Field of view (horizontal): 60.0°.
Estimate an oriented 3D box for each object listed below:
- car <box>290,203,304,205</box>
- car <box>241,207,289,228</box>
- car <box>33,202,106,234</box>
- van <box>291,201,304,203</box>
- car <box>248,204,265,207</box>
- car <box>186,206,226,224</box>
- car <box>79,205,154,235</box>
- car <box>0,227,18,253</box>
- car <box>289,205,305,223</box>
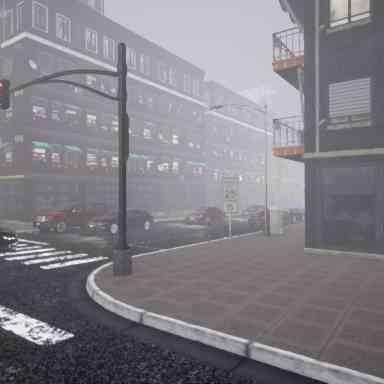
[{"bbox_3d":[13.956,2.401,42.094,1.895,1.301,4.718,0,-1,35],"label":"car"},{"bbox_3d":[5.822,2.048,26.132,1.802,1.307,4.206,-2,-2,35],"label":"car"},{"bbox_3d":[-7.585,1.603,21.603,2.192,1.841,5.009,-1,-2,35],"label":"car"},{"bbox_3d":[18.602,2.463,58.776,1.690,1.788,3.998,-2,-2,35],"label":"van"},{"bbox_3d":[7.338,2.189,38.237,1.837,1.490,4.892,0,-1,36],"label":"car"},{"bbox_3d":[1.360,2.019,29.763,1.812,1.442,4.674,0,-1,35],"label":"car"},{"bbox_3d":[-4.498,1.814,21.461,1.837,1.490,4.892,0,-1,35],"label":"car"},{"bbox_3d":[-8.791,1.538,11.580,4.892,1.490,1.837,2,1,-30],"label":"car"},{"bbox_3d":[9.096,2.120,30.780,2.008,1.369,4.403,-2,-2,35],"label":"car"}]
